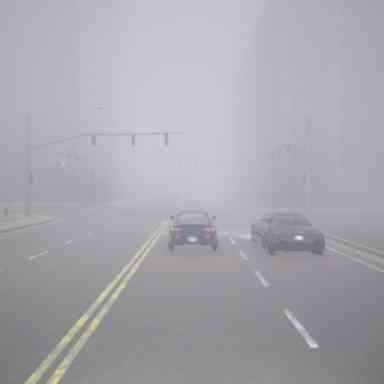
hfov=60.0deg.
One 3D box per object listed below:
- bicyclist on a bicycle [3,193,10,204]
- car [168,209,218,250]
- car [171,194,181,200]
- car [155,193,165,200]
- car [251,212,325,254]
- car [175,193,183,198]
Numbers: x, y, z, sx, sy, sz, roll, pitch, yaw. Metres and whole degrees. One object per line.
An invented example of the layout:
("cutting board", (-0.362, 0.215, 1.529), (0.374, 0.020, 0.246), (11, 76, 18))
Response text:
("bicyclist on a bicycle", (-25.410, 0.895, 45.543), (0.582, 1.620, 1.656), (0, 1, 0))
("car", (0.049, 1.420, 13.662), (1.812, 1.442, 4.674), (0, 1, 0))
("car", (-3.497, 1.038, 72.676), (1.895, 1.301, 4.718), (0, 0, 0))
("car", (-6.997, 0.995, 72.706), (1.994, 1.385, 4.181), (0, 0, 0))
("car", (3.546, 1.464, 12.966), (1.994, 1.385, 4.181), (0, 1, 0))
("car", (-3.496, 0.902, 88.334), (1.895, 1.301, 4.718), (0, 0, 0))
